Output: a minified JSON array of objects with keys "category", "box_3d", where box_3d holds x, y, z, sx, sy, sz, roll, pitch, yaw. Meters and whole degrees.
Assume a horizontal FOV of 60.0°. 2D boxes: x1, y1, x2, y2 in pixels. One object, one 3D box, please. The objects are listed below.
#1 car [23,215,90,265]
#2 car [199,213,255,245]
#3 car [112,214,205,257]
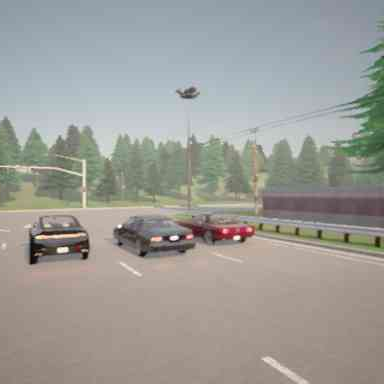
[{"category":"car","box_3d":[-5.091,1.605,12.403,2.128,1.511,4.902,0,0,-27]},{"category":"car","box_3d":[0.884,1.680,16.097,1.895,1.301,4.718,0,0,-27]},{"category":"car","box_3d":[-1.758,1.637,13.566,2.033,1.411,5.357,0,0,-27]}]
